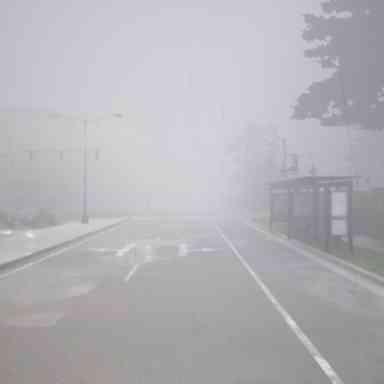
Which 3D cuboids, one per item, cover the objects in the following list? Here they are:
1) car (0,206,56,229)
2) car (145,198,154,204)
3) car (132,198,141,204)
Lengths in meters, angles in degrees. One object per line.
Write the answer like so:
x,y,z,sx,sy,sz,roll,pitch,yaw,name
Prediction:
-11.526,1.790,24.233,1.812,1.442,4.674,0,-1,0,car
-11.539,2.503,90.234,2.128,1.511,4.902,0,-1,0,car
-15.039,2.333,90.264,2.097,1.767,4.553,0,-1,0,car
